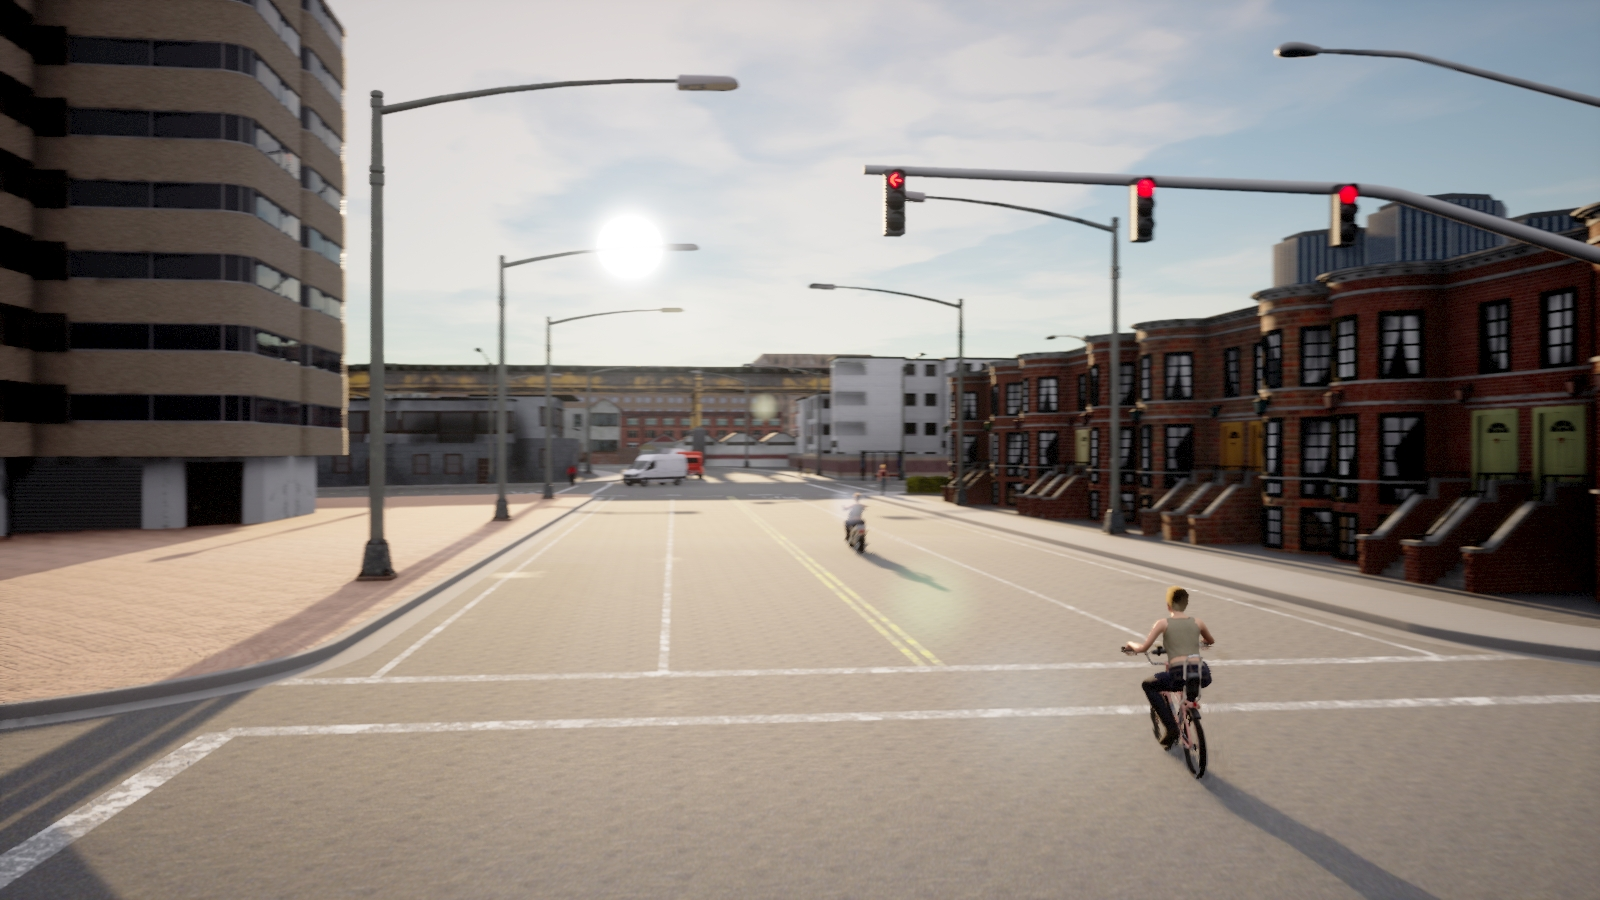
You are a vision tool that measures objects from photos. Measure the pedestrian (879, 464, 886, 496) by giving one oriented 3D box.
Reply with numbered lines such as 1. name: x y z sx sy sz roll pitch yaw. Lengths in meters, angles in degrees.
1. pedestrian: 4.823 1.744 66.733 0.375 1.860 0.375 0 0 -7

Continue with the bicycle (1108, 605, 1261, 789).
1. bicycle: 3.393 2.152 10.229 0.859 1.301 1.487 -2 0 2
